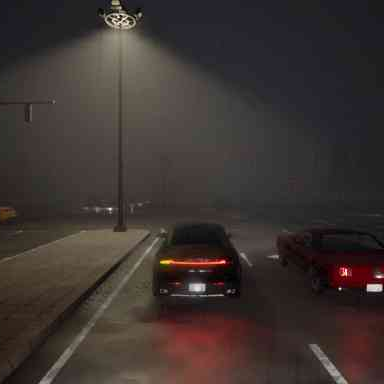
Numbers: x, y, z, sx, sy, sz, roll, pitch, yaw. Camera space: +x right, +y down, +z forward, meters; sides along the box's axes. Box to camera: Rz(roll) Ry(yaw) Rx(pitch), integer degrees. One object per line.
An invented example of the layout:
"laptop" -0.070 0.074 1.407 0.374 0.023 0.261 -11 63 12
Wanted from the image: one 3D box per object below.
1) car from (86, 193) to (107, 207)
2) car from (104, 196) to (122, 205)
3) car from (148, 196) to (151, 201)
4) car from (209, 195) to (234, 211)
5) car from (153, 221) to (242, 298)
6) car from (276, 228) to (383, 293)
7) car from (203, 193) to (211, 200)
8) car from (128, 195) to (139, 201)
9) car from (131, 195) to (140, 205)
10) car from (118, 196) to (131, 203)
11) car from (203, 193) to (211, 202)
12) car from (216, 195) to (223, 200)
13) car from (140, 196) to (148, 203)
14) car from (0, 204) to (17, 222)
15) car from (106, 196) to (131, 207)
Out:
"car" -14.777 1.221 51.876 2.150 2.045 5.566 0 0 0
"car" -14.672 1.547 62.125 2.033 1.411 5.357 0 0 1
"car" -11.015 1.552 79.162 1.994 1.385 4.181 0 0 0
"car" 3.852 1.478 41.291 1.882 1.535 5.008 -1 0 -7
"car" 0.124 1.505 8.525 1.837 1.490 4.892 0 0 1
"car" 3.627 1.601 8.771 1.895 1.301 4.718 0 0 1
"car" 4.328 1.225 94.730 2.150 2.045 5.566 0 0 2
"car" -14.483 1.517 82.275 1.812 1.442 4.674 0 0 1
"car" -11.205 1.505 60.337 1.837 1.490 4.892 0 0 1
"car" -14.562 1.553 72.071 1.994 1.385 4.181 0 0 0
"car" 3.970 1.524 76.699 1.812 1.442 4.674 0 0 1
"car" 7.828 1.553 94.672 1.994 1.385 4.181 0 0 2
"car" -11.079 1.595 69.310 1.895 1.301 4.718 0 0 0
"car" -15.283 1.477 23.846 5.008 1.535 1.882 0 0 -1
"car" -11.284 1.601 51.327 1.895 1.301 4.718 0 0 0
